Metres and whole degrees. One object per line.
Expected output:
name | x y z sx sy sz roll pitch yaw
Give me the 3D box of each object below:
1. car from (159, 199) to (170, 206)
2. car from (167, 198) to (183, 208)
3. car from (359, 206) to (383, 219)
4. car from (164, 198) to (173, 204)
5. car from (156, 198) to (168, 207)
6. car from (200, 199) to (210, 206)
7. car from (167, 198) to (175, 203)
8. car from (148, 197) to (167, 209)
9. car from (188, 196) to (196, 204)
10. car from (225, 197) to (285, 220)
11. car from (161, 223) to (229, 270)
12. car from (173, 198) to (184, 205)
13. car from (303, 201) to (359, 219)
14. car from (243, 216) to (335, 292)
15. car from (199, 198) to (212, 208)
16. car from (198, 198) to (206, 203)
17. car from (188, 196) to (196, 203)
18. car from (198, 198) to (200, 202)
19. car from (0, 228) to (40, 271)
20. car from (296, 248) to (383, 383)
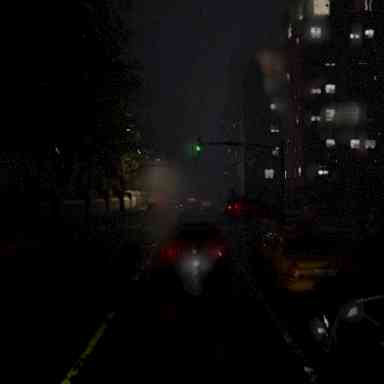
car | -5.709 2.069 68.958 1.887 1.381 4.507 0 0 0
car | -3.050 1.992 59.013 2.033 1.411 5.357 0 0 1
car | 20.297 2.185 35.799 4.507 1.381 1.887 1 -1 0
car | -5.712 2.197 80.028 1.802 1.307 4.206 0 0 0
car | -5.709 1.920 63.424 1.967 1.590 4.097 0 0 0
car | 2.671 2.076 68.961 2.008 1.369 4.403 0 0 0
car | -5.714 2.288 91.098 1.802 1.307 4.206 0 0 0
car | -5.706 1.706 52.355 2.192 1.841 5.009 0 0 0
car | -0.017 2.188 78.109 1.895 1.301 4.718 0 0 0
car | 5.611 1.503 29.459 5.566 2.045 2.150 3 -2 -28
car | 0.092 1.683 11.256 1.895 1.301 4.718 0 0 0
car | -3.018 2.099 75.032 2.128 1.511 4.902 0 0 0
car | 14.607 1.852 35.785 5.009 1.841 2.192 1 -1 0
car | 2.686 1.591 8.961 1.752 1.417 4.829 0 0 0
car | 2.673 1.962 58.061 1.752 1.417 4.829 0 0 0
car | 2.666 2.251 91.101 1.887 1.381 4.507 0 0 0
car | -0.020 1.948 88.063 2.097 1.767 4.553 0 0 0
car | 2.672 2.025 63.425 1.887 1.381 4.507 0 0 0
car | -5.694 1.588 8.618 1.752 1.417 4.829 0 0 0
car | 2.688 1.589 3.160 1.947 1.339 4.313 0 0 0
